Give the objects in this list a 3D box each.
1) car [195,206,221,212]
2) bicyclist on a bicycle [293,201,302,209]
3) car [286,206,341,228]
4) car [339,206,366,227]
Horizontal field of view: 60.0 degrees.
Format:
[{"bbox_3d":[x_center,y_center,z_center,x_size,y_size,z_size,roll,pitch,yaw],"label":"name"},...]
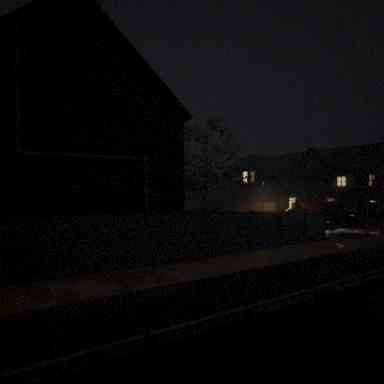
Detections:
[{"bbox_3d":[1.770,2.127,32.953,1.812,1.442,4.674,-1,-1,-35],"label":"car"},{"bbox_3d":[10.017,1.675,31.468,1.656,1.620,0.582,-1,0,-36],"label":"bicyclist on a bicycle"},{"bbox_3d":[8.083,1.908,24.127,1.994,1.385,4.181,-1,-1,-35],"label":"car"},{"bbox_3d":[10.767,1.816,25.522,1.812,1.442,4.674,-1,-1,-36],"label":"car"}]
